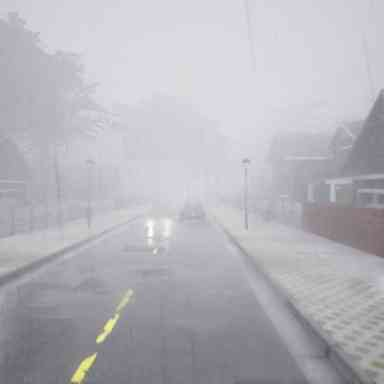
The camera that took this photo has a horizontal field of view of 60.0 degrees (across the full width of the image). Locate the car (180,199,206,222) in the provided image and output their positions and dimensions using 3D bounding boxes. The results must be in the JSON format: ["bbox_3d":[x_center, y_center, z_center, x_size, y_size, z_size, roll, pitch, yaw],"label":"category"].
[{"bbox_3d":[0.059,1.536,26.278,1.994,1.385,4.181,0,0,0],"label":"car"}]

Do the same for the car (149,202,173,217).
[{"bbox_3d":[-2.805,1.570,30.687,1.895,1.301,4.718,0,0,0],"label":"car"}]

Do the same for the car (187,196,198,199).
[{"bbox_3d":[0.081,1.319,43.191,2.097,1.767,4.553,0,0,0],"label":"car"}]
